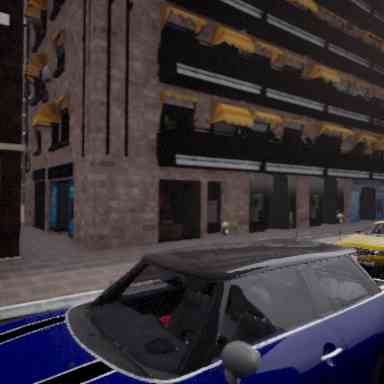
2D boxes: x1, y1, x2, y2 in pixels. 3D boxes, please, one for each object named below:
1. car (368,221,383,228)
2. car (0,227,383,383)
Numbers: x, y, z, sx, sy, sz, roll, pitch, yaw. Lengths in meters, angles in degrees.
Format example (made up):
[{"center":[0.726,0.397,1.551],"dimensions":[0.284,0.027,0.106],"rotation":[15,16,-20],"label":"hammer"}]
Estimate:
[{"center":[6.418,1.504,10.632],"dimensions":[4.829,1.417,1.752],"rotation":[0,1,-35],"label":"car"},{"center":[0.091,1.349,3.131],"dimensions":[4.553,1.767,2.097],"rotation":[0,0,-35],"label":"car"}]
